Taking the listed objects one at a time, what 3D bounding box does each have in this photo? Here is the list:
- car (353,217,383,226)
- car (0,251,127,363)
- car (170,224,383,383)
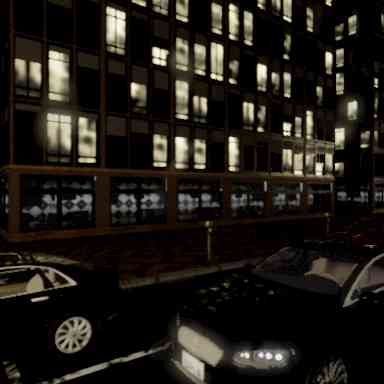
[{"bbox_3d":[6.206,1.503,10.990,4.507,1.381,1.887,0,0,-36],"label":"car"},{"bbox_3d":[-3.059,1.551,4.374,4.403,1.369,2.008,0,0,-36],"label":"car"},{"bbox_3d":[2.011,1.477,4.761,4.902,1.511,2.128,0,0,-35],"label":"car"}]
